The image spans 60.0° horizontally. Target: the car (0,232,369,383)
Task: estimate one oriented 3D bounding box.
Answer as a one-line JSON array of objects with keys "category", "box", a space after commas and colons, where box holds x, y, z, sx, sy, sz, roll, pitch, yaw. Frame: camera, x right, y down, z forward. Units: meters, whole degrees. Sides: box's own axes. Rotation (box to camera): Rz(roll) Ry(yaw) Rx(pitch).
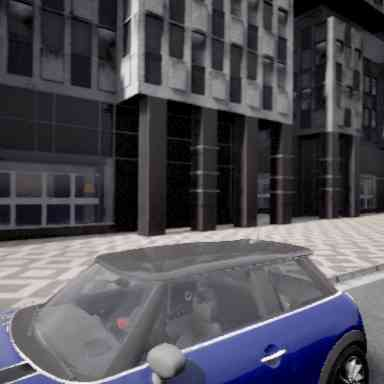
[{"category": "car", "box": [-0.373, 1.352, 3.111, 4.553, 1.767, 2.097, 0, 0, -36]}]
